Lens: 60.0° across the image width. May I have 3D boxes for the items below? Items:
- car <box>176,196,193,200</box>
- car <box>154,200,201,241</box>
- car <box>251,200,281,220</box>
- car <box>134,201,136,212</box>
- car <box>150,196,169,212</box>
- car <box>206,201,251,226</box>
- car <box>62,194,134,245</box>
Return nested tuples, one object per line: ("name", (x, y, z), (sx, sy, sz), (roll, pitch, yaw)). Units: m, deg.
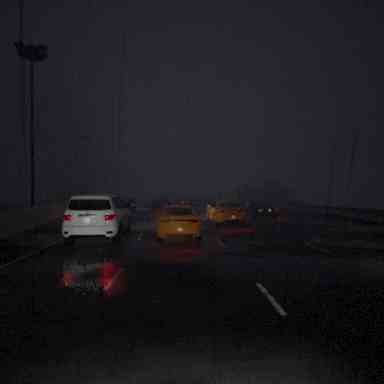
("car", (-0.958, 1.230, 40.842), (2.033, 1.411, 5.357), (0, 0, -12))
("car", (-0.707, 1.353, 15.960), (1.882, 1.535, 5.008), (0, 0, -5))
("car", (5.209, 1.342, 26.259), (2.033, 1.411, 5.357), (0, 0, -8))
("car", (-6.702, 1.284, 34.081), (2.033, 1.411, 5.357), (0, 0, -11))
("car", (-3.223, 1.211, 34.313), (1.882, 1.535, 5.008), (0, 0, -10))
("car", (2.165, 1.304, 22.173), (1.882, 1.535, 5.008), (0, 0, -7))
("car", (-4.107, 1.104, 15.082), (2.150, 2.045, 5.566), (0, 0, -4))
